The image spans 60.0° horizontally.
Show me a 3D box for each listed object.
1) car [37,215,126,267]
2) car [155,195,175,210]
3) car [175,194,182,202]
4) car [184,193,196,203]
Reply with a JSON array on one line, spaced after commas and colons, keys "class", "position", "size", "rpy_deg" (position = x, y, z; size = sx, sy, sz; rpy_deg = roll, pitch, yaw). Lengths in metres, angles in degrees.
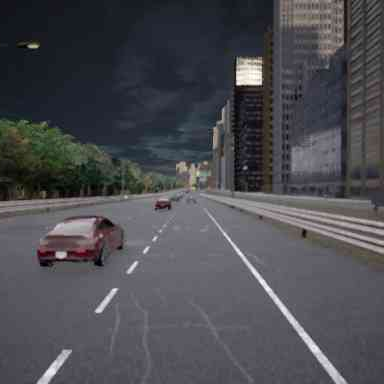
[{"class": "car", "position": [-3.506, 1.507, 11.203], "size": [1.812, 1.442, 4.674], "rpy_deg": [0, 0, 0]}, {"class": "car", "position": [-3.587, 1.432, 42.868], "size": [1.882, 1.535, 5.008], "rpy_deg": [0, 0, 0]}, {"class": "car", "position": [-3.775, 1.459, 75.435], "size": [1.837, 1.490, 4.892], "rpy_deg": [0, 0, 0]}, {"class": "car", "position": [-0.108, 1.502, 66.886], "size": [2.033, 1.411, 5.357], "rpy_deg": [0, 0, 0]}]
